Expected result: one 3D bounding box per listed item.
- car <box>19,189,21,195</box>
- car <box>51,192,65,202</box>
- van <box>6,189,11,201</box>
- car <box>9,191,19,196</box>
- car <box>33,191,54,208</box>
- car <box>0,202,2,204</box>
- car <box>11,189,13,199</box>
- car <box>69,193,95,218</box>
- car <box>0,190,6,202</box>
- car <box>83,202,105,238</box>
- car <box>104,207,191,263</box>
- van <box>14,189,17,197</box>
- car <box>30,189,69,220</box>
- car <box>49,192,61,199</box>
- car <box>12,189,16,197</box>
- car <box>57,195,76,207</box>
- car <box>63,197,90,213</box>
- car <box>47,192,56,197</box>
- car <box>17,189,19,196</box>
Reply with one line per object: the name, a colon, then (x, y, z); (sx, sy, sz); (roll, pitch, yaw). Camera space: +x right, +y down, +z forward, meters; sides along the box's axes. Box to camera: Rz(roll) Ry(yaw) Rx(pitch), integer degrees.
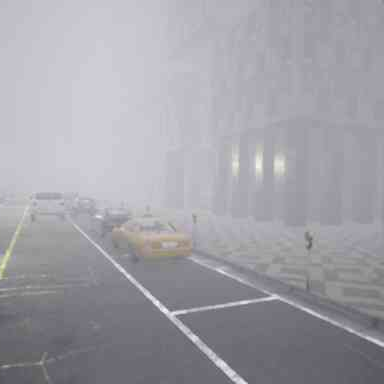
car: (-42.787, 0.216, 79.219); (2.192, 1.841, 5.009); (1, 0, -25)
car: (-23.102, 0.767, 57.337); (1.967, 1.590, 4.097); (1, 0, -25)
van: (-30.814, 0.559, 53.708); (1.690, 1.788, 3.998); (1, 0, -25)
car: (-45.185, 0.404, 84.323); (1.947, 1.339, 4.313); (1, 0, -25)
car: (-17.626, 0.860, 39.382); (2.097, 1.767, 4.553); (1, 0, -25)
car: (-8.860, 1.311, 13.203); (1.812, 1.442, 4.674); (1, 0, -25)
car: (-33.139, 0.680, 58.658); (1.752, 1.417, 4.829); (1, 0, -25)
car: (-8.736, 1.159, 26.726); (1.967, 1.590, 4.097); (1, 0, -25)
car: (-26.027, 0.788, 43.504); (1.967, 1.590, 4.097); (1, 0, -25)
car: (-3.949, 1.400, 16.523); (2.008, 1.369, 4.403); (1, 0, -25)
car: (-1.626, 1.439, 11.574); (1.752, 1.417, 4.829); (1, 0, -25)
van: (-37.998, 0.367, 69.014); (1.690, 1.788, 3.998); (1, 0, -25)
car: (-10.644, 0.921, 24.513); (2.150, 2.045, 5.566); (1, 0, -25)
car: (-27.893, 0.765, 67.542); (1.947, 1.339, 4.313); (1, 0, -25)
car: (-35.606, 0.640, 63.913); (2.008, 1.369, 4.403); (1, 0, -25)
car: (-15.921, 1.067, 42.033); (1.887, 1.381, 4.507); (1, 0, -25)
car: (-11.132, 1.219, 31.829); (1.947, 1.339, 4.313); (1, 0, -25)
car: (-35.077, 0.592, 82.849); (1.802, 1.307, 4.206); (1, 0, -25)
car: (-40.394, 0.404, 74.117); (1.967, 1.590, 4.097); (1, 0, -25)
